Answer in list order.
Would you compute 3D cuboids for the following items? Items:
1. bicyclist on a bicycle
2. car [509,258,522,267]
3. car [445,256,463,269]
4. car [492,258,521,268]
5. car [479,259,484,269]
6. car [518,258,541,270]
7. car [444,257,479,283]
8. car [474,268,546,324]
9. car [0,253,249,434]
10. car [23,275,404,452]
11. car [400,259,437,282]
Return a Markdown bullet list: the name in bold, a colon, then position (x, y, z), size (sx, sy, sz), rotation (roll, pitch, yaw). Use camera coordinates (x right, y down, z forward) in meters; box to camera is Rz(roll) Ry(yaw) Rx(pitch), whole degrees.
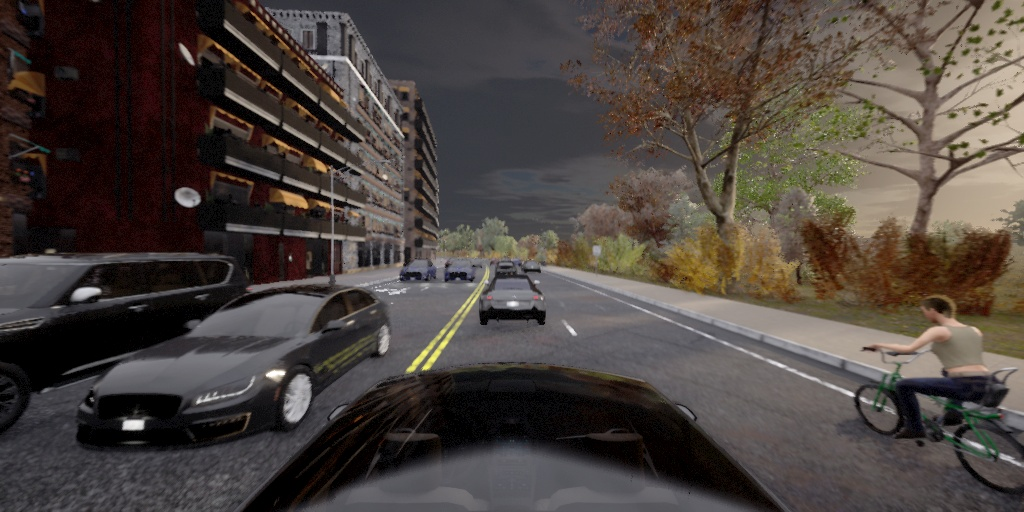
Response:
- **bicyclist on a bicycle**: position (4.093, 1.179, 3.533), size (0.866, 1.612, 1.509), rotation (0, 0, 0)
- **car**: position (0.616, 1.075, 62.301), size (1.812, 1.442, 4.674), rotation (0, 0, -5)
- **car**: position (-8.485, 0.945, 52.656), size (2.097, 1.767, 4.553), rotation (0, 0, -4)
- **car**: position (-0.539, 1.169, 30.123), size (1.837, 1.490, 4.892), rotation (0, 0, -2)
- **car**: position (-5.207, 1.099, 52.328), size (1.837, 1.490, 4.892), rotation (0, 0, -4)
- **car**: position (2.136, 1.186, 41.573), size (1.994, 1.385, 4.181), rotation (0, 0, -3)
- **car**: position (-3.876, 1.028, 27.380), size (2.097, 1.767, 4.553), rotation (0, 0, -2)
- **car**: position (-0.011, 1.285, 11.889), size (1.994, 1.385, 4.181), rotation (0, 0, -1)
- **car**: position (-6.629, 0.965, 5.465), size (2.150, 2.045, 5.566), rotation (0, 0, 0)
- **car**: position (-3.386, 1.246, 5.616), size (1.837, 1.490, 4.892), rotation (0, 0, 0)
- **car**: position (-7.140, 1.029, 27.683), size (2.097, 1.767, 4.553), rotation (0, 0, -2)
